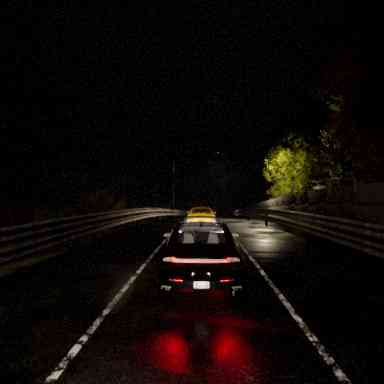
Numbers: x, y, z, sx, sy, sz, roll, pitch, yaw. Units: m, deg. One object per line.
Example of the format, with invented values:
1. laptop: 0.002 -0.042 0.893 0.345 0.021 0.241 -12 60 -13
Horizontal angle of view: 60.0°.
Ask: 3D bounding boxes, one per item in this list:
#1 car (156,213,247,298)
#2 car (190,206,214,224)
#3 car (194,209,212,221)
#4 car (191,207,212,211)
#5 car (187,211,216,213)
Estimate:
1. car: 0.236 1.506 8.521 2.128 1.511 4.902 0 0 1
2. car: 0.951 2.129 31.116 2.128 1.511 4.902 0 -3 2
3. car: 1.315 2.563 37.126 1.895 1.301 4.718 0 -3 3
4. car: 0.668 1.790 23.248 1.882 1.535 5.008 0 -2 2
5. car: 0.405 1.692 14.714 1.895 1.301 4.718 0 -1 2
